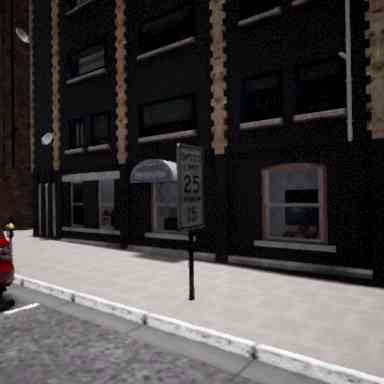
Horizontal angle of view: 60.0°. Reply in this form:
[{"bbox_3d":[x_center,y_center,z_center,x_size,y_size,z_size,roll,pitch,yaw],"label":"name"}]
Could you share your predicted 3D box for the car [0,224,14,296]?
[{"bbox_3d":[-5.841,1.314,7.222,5.009,1.841,2.192,0,-1,36],"label":"car"}]
